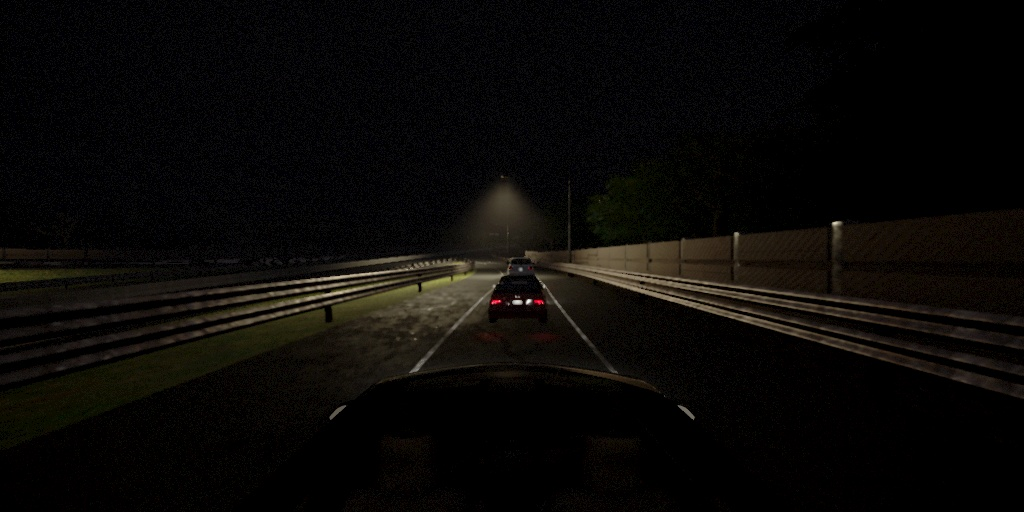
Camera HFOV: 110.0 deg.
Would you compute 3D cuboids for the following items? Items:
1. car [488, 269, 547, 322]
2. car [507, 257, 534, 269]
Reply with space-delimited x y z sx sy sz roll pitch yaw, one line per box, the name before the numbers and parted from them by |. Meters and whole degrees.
car | 0.234 1.361 12.596 2.033 1.411 5.357 0 0 2
car | 0.730 1.137 31.076 2.150 2.045 5.566 0 0 1
